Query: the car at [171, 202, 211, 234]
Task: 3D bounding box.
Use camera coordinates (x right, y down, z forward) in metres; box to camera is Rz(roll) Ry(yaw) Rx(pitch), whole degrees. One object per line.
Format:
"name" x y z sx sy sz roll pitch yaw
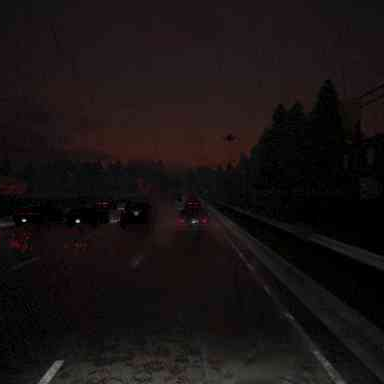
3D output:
"car" 0.101 1.548 19.018 2.033 1.411 5.357 0 0 0

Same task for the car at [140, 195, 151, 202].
"car" -10.497 1.504 75.446 1.837 1.490 4.892 0 0 0

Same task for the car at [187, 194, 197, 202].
"car" 0.003 1.359 75.833 2.097 1.767 4.553 0 0 0

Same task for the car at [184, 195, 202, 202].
"car" 0.102 1.507 40.852 1.837 1.490 4.892 0 0 0

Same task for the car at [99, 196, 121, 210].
"car" -10.398 1.507 40.834 1.837 1.490 4.892 0 0 0

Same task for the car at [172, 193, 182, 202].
"car" -3.497 1.229 75.476 2.150 2.045 5.566 0 0 0

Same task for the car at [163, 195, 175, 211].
"car" -3.398 1.507 40.820 1.837 1.490 4.892 0 0 0

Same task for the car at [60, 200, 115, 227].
"car" -6.900 1.506 22.531 1.837 1.490 4.892 0 0 0

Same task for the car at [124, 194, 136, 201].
"car" -13.997 1.314 75.449 1.882 1.535 5.008 0 0 0

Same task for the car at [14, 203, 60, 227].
"car" -10.399 1.506 23.032 1.837 1.490 4.892 0 0 0

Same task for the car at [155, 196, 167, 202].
"car" -6.997 1.543 75.446 2.033 1.411 5.357 0 0 0

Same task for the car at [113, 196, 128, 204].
"car" -13.998 1.565 65.446 1.994 1.385 4.181 0 0 0

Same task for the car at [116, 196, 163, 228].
"car" -3.399 1.353 22.510 2.097 1.767 4.553 0 0 0
